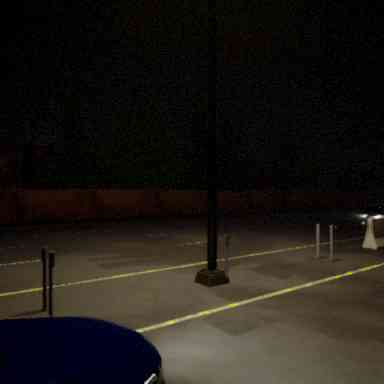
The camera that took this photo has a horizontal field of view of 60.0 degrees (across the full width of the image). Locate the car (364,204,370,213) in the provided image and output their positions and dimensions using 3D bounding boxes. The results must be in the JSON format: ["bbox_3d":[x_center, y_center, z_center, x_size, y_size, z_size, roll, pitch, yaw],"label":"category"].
[{"bbox_3d":[20.772,1.551,36.333,5.008,1.535,1.882,0,0,-36],"label":"car"}]

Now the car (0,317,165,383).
[{"bbox_3d":[-2.356,1.531,2.091,4.674,1.442,1.812,0,0,-35],"label":"car"}]
